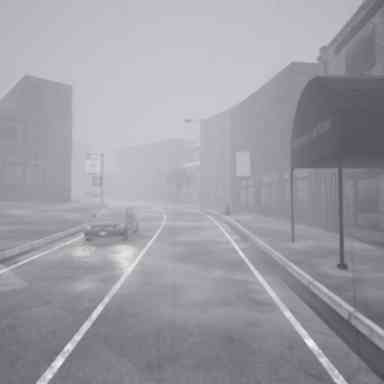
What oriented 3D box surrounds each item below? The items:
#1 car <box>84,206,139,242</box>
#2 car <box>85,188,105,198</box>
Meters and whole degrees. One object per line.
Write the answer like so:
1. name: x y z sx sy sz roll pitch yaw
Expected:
1. car: -3.682 1.414 15.941 1.812 1.442 4.674 0 1 -1
2. car: -16.504 0.174 56.186 1.837 1.490 4.892 3 1 -41
